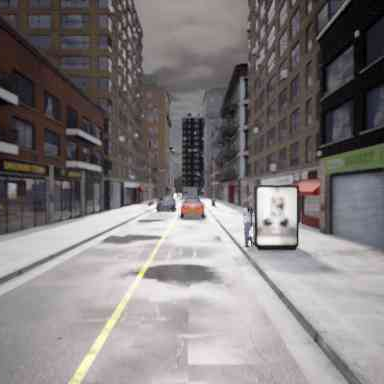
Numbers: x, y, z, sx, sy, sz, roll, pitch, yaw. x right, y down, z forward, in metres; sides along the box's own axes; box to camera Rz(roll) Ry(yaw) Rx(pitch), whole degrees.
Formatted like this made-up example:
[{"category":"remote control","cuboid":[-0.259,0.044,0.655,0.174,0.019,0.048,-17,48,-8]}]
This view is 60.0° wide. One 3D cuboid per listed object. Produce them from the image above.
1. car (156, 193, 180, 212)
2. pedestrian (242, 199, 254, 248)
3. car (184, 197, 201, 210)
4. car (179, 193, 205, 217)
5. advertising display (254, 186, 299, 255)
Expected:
[{"category":"car","cuboid":[-2.844,1.239,37.505,2.097,1.767,4.553,0,0,0]},{"category":"pedestrian","cuboid":[2.061,1.111,12.315,0.375,1.860,0.375,0,0,-13]},{"category":"car","cuboid":[0.032,1.417,42.270,2.033,1.411,5.357,0,0,1]},{"category":"car","cuboid":[0.065,1.266,29.790,2.097,1.767,4.553,0,0,0]},{"category":"advertising display","cuboid":[3.012,0.996,11.891,1.540,2.440,0.280,0,0,0]}]
